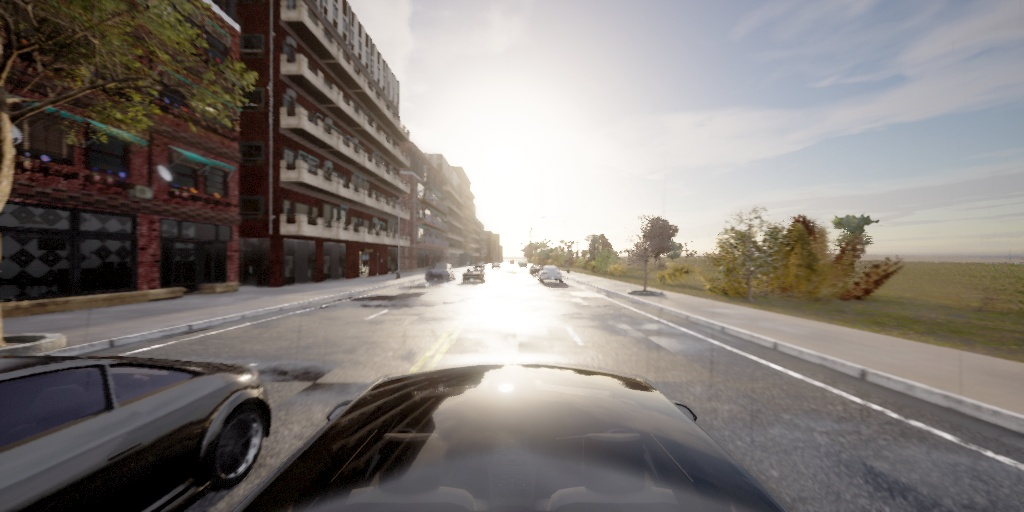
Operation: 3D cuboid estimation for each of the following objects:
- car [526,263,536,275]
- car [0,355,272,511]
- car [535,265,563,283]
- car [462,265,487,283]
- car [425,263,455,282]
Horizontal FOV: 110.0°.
[{"bbox_3d":[3.361,1.874,48.734,1.895,1.301,4.718,0,-1,0],"label":"car"},{"bbox_3d":[-3.338,1.314,1.781,1.994,1.385,4.181,0,-1,0],"label":"car"},{"bbox_3d":[3.358,1.610,31.959,1.812,1.442,4.674,0,0,0],"label":"car"},{"bbox_3d":[-3.340,1.688,32.201,1.895,1.301,4.718,0,-1,0],"label":"car"},{"bbox_3d":[-6.587,1.450,33.198,2.097,1.767,4.553,0,-1,0],"label":"car"}]
